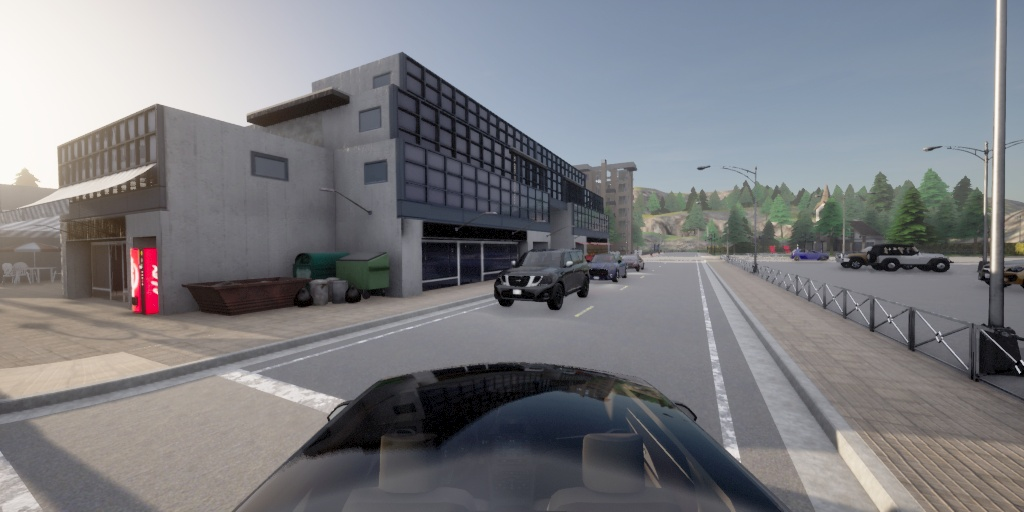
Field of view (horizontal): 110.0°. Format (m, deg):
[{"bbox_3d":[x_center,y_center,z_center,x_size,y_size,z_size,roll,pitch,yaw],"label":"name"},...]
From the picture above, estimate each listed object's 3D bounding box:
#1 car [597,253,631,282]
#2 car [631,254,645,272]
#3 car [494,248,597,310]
[{"bbox_3d":[5.871,0.627,22.615,2.097,1.767,4.553,0,1,27],"label":"car"},{"bbox_3d":[10.518,0.559,31.732,1.812,1.442,4.674,0,1,27],"label":"car"},{"bbox_3d":[1.409,0.730,13.849,2.150,2.045,5.566,0,1,27],"label":"car"}]
